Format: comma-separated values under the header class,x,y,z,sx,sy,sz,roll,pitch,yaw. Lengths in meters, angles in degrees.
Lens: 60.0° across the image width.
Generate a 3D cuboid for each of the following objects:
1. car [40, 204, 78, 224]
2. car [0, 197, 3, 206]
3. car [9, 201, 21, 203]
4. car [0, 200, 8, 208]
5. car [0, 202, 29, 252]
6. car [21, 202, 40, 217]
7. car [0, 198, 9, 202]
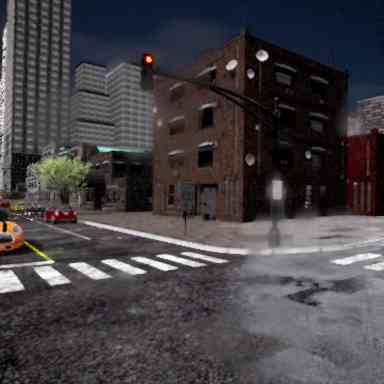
class,x,y,z,sx,sy,sz,roll,pitch,yaw
car,-10.994,1.770,27.747,1.967,1.590,4.097,1,-1,-35
car,-43.621,2.152,74.151,2.192,1.841,5.009,1,-1,-35
car,-23.687,2.048,45.780,1.752,1.417,4.829,1,-1,-35
car,-37.278,2.317,65.081,1.802,1.307,4.206,1,-1,-35
car,-8.416,1.450,13.756,2.097,1.767,4.553,1,-1,-35
car,-17.202,1.975,36.605,2.008,1.369,4.403,1,-1,-35
car,-34.106,2.125,60.550,1.967,1.590,4.097,1,-1,-35
